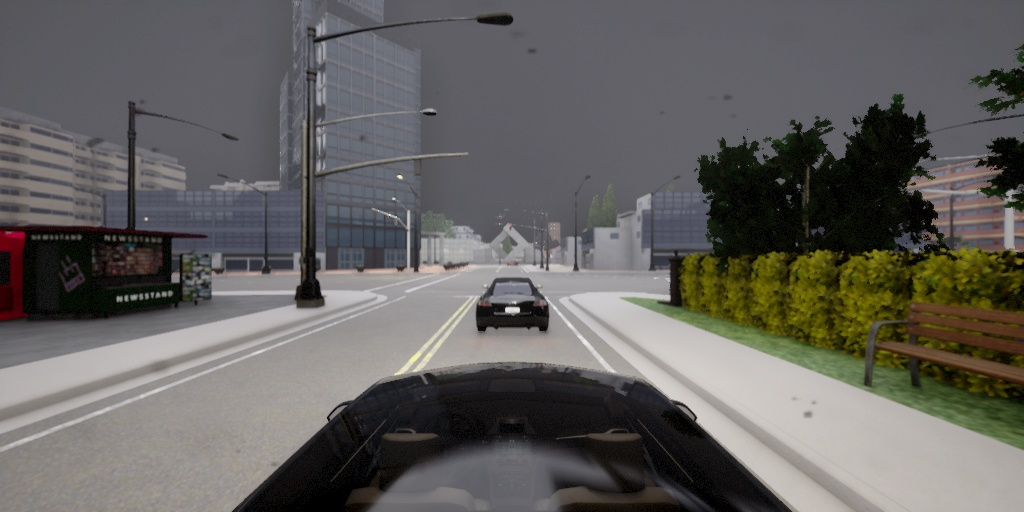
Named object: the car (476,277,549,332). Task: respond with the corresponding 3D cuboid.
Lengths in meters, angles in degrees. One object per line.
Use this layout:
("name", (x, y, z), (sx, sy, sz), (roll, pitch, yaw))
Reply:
("car", (0.013, 1.347, 11.038), (1.994, 1.385, 4.181), (0, 0, 0))
